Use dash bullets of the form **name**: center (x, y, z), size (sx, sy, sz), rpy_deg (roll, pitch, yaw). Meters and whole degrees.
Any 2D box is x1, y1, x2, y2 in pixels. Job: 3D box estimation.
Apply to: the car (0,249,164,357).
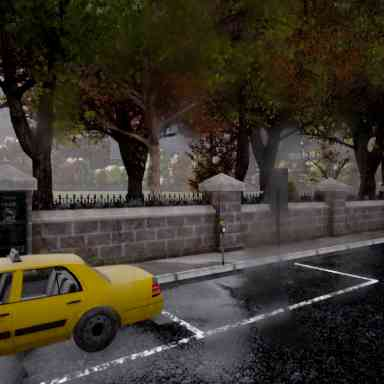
- **car**: center (-2.749, 1.525, 4.598), size (4.829, 1.417, 1.752), rpy_deg (0, 0, -35)
